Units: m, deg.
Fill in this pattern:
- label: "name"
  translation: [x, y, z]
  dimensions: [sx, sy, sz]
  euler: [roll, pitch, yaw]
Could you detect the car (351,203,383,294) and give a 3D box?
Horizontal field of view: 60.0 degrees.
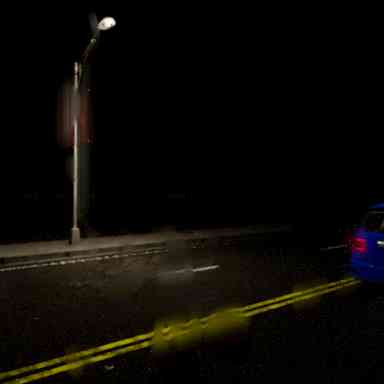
- label: "car"
  translation: [5.912, 1.246, 7.660]
  dimensions: [5.566, 2.045, 2.150]
  euler: [0, 0, -36]
